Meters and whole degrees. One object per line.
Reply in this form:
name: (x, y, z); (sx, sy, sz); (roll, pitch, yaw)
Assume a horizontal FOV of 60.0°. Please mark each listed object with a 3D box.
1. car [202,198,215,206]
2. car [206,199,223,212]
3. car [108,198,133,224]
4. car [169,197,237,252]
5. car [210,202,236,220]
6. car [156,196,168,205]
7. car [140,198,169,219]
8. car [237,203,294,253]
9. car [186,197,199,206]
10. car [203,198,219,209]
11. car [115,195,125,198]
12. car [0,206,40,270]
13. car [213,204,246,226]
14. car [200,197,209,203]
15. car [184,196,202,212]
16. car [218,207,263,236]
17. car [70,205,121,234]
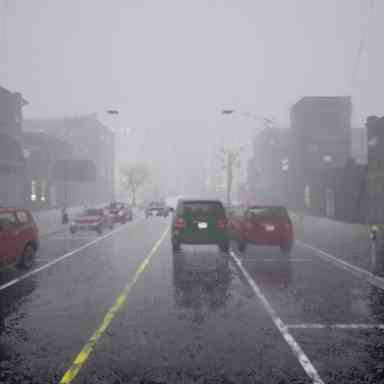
car: (2.830, 1.724, 57.186); (1.947, 1.339, 4.313); (0, 0, 0)
car: (2.760, 1.637, 41.420); (1.752, 1.417, 4.829); (0, 0, 0)
car: (-5.680, 1.506, 24.959); (1.967, 1.590, 4.097); (1, 0, 0)
car: (0.231, 1.259, 14.151); (2.150, 2.045, 5.566); (0, 0, -3)
car: (2.706, 1.625, 30.184); (1.887, 1.381, 4.507); (0, 0, 0)
car: (-5.808, 1.622, 65.088); (1.967, 1.590, 4.097); (0, 0, 0)
car: (-3.096, 1.572, 30.206); (2.128, 1.511, 4.902); (0, 0, 0)
car: (2.700, 1.351, 13.892); (2.192, 1.841, 5.009); (0, 0, 0)
car: (0.103, 1.659, 60.191); (2.128, 1.511, 4.902); (0, 0, 0)
car: (2.801, 1.686, 49.641); (2.008, 1.369, 4.403); (0, 0, 0)
car: (-19.991, 1.421, 88.528); (4.507, 1.381, 1.887); (1, -2, -1)
car: (-5.681, 1.337, 8.361); (2.192, 1.841, 5.009); (1, 0, 0)
car: (2.698, 1.632, 24.957); (1.947, 1.339, 4.313); (0, 0, 0)
car: (2.831, 1.759, 75.189); (1.887, 1.381, 4.507); (0, 0, 0)
car: (0.102, 1.462, 41.230); (2.097, 1.767, 4.553); (0, 0, 0)
car: (2.698, 1.617, 19.424); (1.947, 1.339, 4.313); (0, 0, 0)
car: (-5.683, 1.633, 19.426); (1.802, 1.307, 4.206); (1, 0, 0)
